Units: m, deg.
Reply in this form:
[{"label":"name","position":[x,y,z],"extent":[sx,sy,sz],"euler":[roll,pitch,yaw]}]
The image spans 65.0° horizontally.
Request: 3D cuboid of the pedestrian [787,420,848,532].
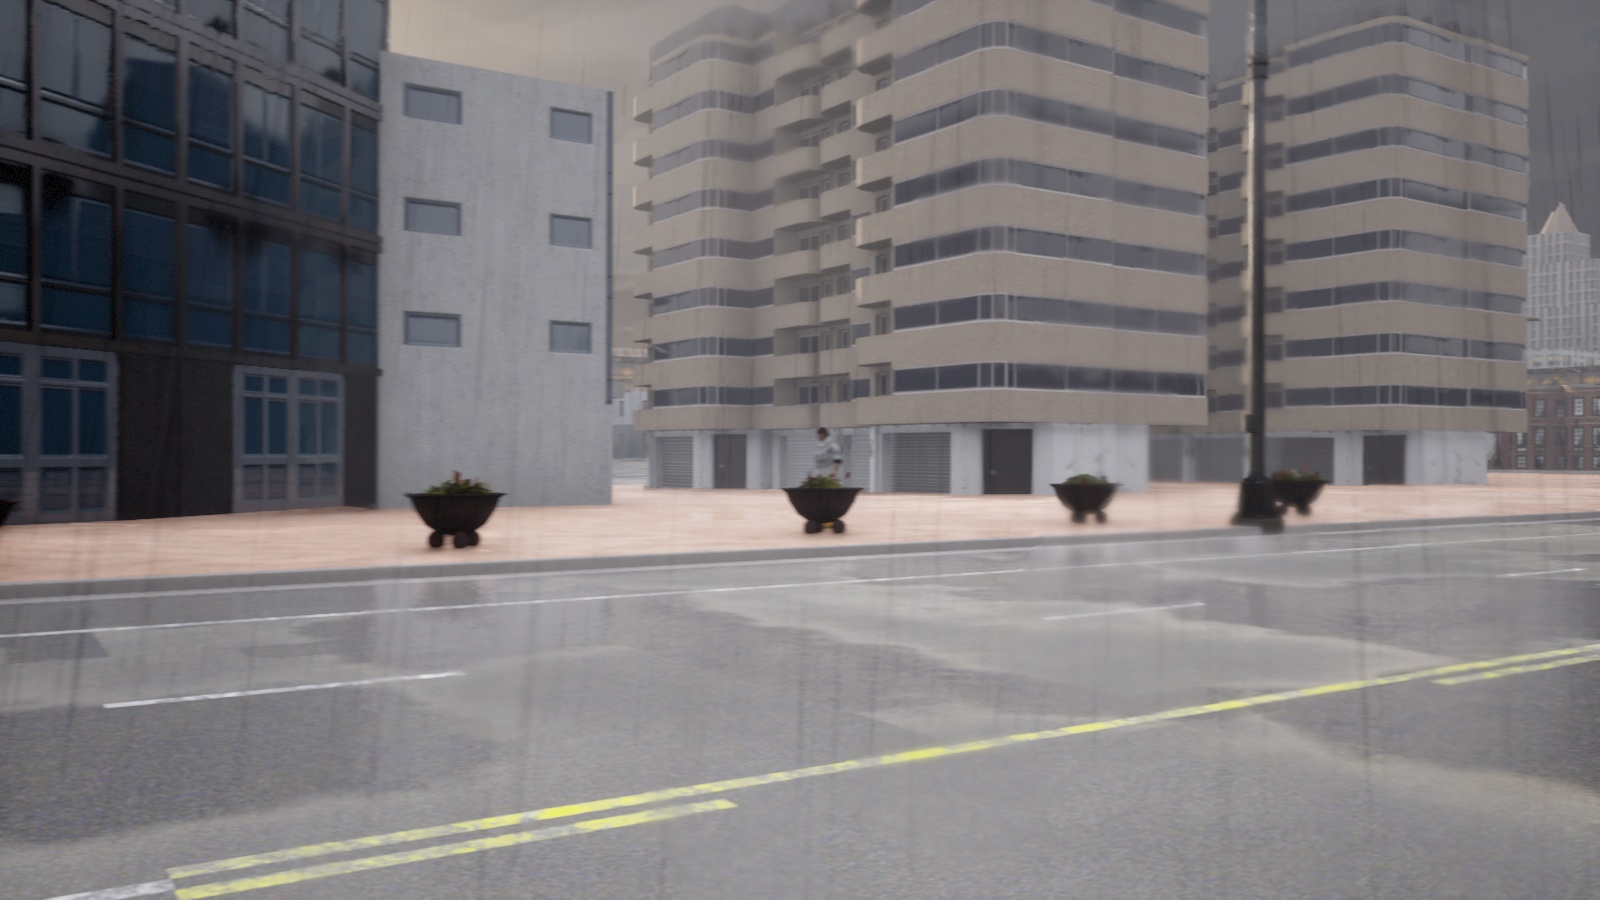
[{"label":"pedestrian","position":[0.319,0.453,22.458],"extent":[0.873,1.952,0.659],"euler":[0,0,-31]}]
